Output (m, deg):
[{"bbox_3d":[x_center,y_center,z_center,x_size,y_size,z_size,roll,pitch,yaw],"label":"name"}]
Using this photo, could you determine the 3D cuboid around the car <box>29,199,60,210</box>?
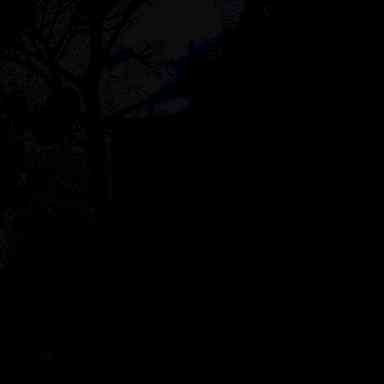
[{"bbox_3d":[-20.114,1.638,45.631,1.882,1.535,5.008,1,0,10],"label":"car"}]
